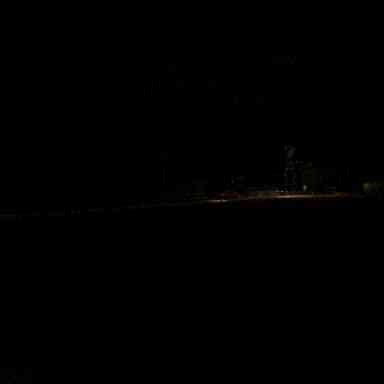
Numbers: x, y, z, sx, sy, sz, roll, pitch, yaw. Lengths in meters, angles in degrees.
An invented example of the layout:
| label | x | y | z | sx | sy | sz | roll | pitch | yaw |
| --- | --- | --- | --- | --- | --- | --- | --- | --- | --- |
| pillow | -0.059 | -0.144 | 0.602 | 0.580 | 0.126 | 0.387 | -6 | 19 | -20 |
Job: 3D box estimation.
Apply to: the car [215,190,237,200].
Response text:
| label | x | y | z | sx | sy | sz | roll | pitch | yaw |
| --- | --- | --- | --- | --- | --- | --- | --- | --- | --- |
| car | 5.747 | 0.515 | 55.788 | 1.882 | 1.535 | 5.008 | -1 | 0 | 36 |
